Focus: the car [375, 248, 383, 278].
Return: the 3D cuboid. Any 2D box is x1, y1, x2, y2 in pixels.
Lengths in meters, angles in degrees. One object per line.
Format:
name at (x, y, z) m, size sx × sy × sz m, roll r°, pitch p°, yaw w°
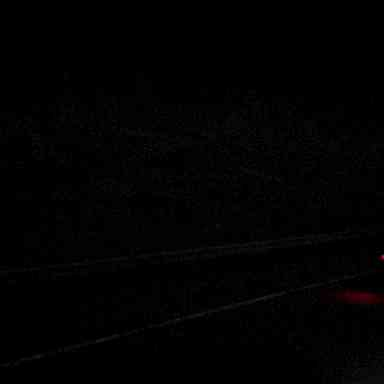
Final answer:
car at (6.805, 1.527, 8.306) m, size 5.357 × 1.411 × 2.033 m, roll 0°, pitch 0°, yaw -32°
